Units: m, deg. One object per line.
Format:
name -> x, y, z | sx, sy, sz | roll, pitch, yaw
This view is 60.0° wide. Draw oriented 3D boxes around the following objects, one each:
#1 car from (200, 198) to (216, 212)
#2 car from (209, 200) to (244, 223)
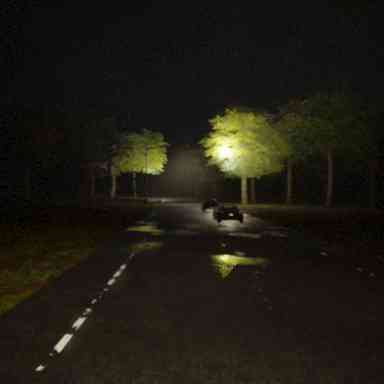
car -> 2.111, 1.549, 39.842 | 1.837, 1.490, 4.892 | 1, 0, -2
car -> 2.737, 1.596, 25.869 | 1.994, 1.385, 4.181 | 1, 0, -2
